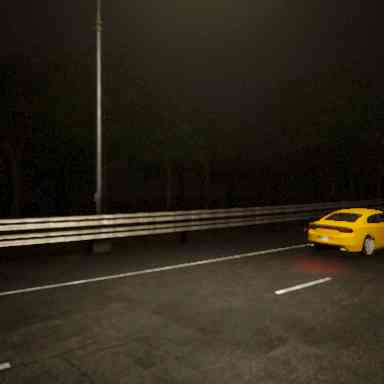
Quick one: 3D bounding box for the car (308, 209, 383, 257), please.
[{"bbox_3d":[6.524,1.393,12.689,5.008,1.535,1.882,-1,1,-35],"label":"car"}]
